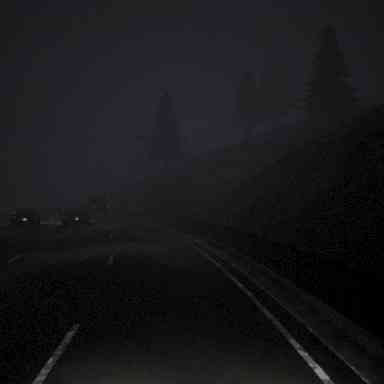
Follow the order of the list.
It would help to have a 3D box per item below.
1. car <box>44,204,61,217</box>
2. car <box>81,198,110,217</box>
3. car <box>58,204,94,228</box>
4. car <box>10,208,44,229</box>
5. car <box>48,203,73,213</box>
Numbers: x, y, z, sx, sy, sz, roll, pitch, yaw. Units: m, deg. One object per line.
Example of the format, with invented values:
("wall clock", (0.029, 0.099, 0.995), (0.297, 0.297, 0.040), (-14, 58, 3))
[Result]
("car", (-16.487, 2.195, 39.173), (1.895, 1.301, 4.718), (0, -1, -36))
("car", (-10.940, 1.750, 37.130), (2.150, 2.045, 5.566), (0, -1, -33))
("car", (-9.187, 1.949, 26.136), (1.994, 1.385, 4.181), (0, -1, -23))
("car", (-12.749, 1.967, 25.589), (1.994, 1.385, 4.181), (0, -1, -24))
("car", (-18.904, 2.318, 47.830), (1.895, 1.301, 4.718), (0, -1, -41))
